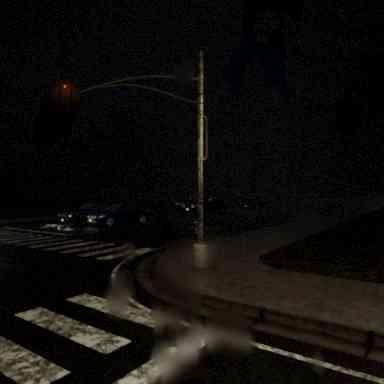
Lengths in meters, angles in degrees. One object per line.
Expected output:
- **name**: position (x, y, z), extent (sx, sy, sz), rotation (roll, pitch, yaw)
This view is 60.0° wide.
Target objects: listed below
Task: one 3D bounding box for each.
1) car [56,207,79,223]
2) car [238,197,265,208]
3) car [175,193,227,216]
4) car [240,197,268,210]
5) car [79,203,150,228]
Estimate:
- **car**: position (-7.098, 1.485, 24.484), extent (2.033, 1.411, 5.357), rotation (0, 0, 38)
- **car**: position (8.460, 1.455, 46.806), extent (1.895, 1.301, 4.718), rotation (0, 0, 35)
- **car**: position (1.178, 1.116, 30.740), extent (2.150, 2.045, 5.566), rotation (0, 0, 35)
- **car**: position (7.478, 1.367, 39.754), extent (1.837, 1.490, 4.892), rotation (0, 0, 35)
- **car**: position (-4.820, 1.457, 22.145), extent (1.812, 1.442, 4.674), rotation (0, 0, 36)
